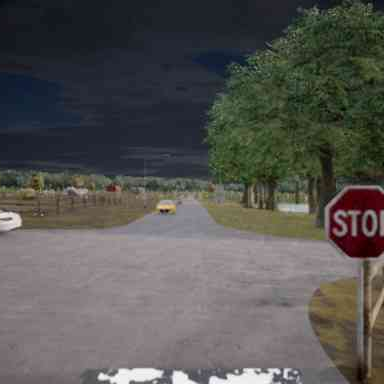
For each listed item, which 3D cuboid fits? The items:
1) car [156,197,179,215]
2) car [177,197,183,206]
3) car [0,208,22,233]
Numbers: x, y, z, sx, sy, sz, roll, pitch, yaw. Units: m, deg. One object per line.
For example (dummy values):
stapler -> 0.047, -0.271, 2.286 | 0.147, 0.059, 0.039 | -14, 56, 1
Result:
car -> -2.756, 1.646, 35.698 | 1.882, 1.535, 5.008 | 0, 0, 0
car -> -2.758, 1.645, 60.420 | 2.128, 1.511, 4.902 | 0, 0, 0
car -> -10.463, 1.263, 15.475 | 4.674, 1.442, 1.812 | 2, 2, -6
